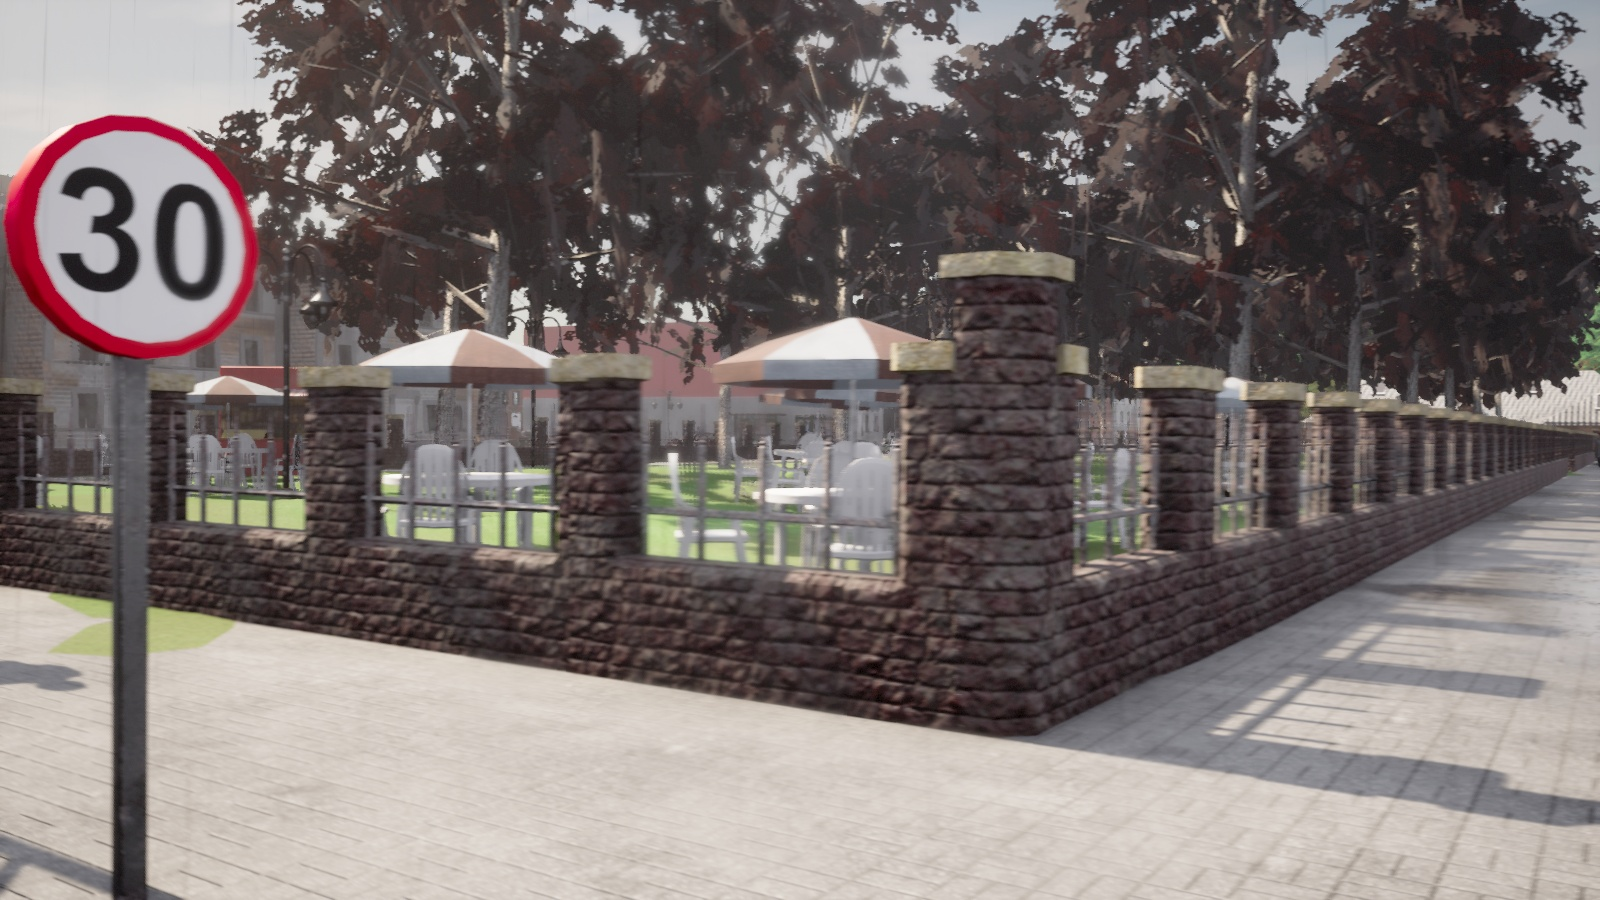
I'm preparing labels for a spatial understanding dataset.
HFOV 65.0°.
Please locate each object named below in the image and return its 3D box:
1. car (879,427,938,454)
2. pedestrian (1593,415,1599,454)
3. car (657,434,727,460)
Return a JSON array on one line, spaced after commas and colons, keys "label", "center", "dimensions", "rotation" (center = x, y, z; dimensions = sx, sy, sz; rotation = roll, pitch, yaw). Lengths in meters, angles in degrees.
[{"label": "car", "center": [7.468, -0.650, 85.954], "dimensions": [2.097, 1.767, 4.553], "rotation": [0, 1, 34]}, {"label": "pedestrian", "center": [39.701, -0.768, 62.204], "dimensions": [0.659, 1.952, 0.873], "rotation": [0, 1, 34]}, {"label": "car", "center": [-6.195, -0.190, 72.634], "dimensions": [1.816, 1.474, 4.193], "rotation": [0, 1, 34]}]
